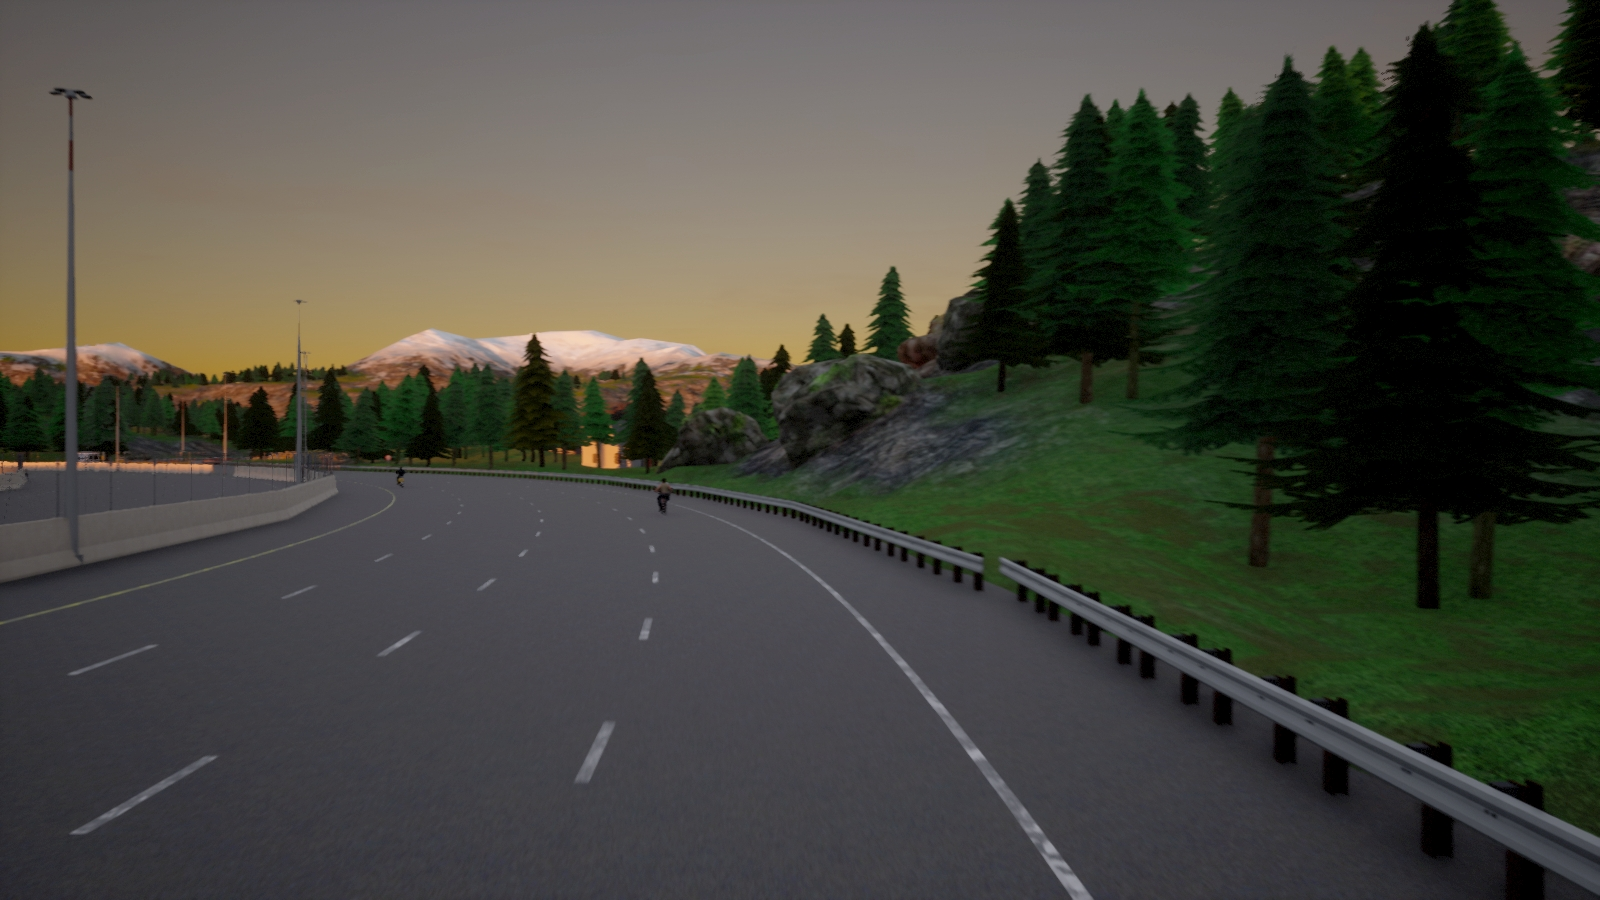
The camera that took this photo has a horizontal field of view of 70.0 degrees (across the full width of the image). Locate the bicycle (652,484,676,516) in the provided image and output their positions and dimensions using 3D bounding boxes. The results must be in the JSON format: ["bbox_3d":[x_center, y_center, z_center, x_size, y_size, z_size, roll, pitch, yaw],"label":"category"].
[{"bbox_3d":[-5.891,2.158,49.336,0.859,1.295,1.487,0,0,-13],"label":"bicycle"}]
